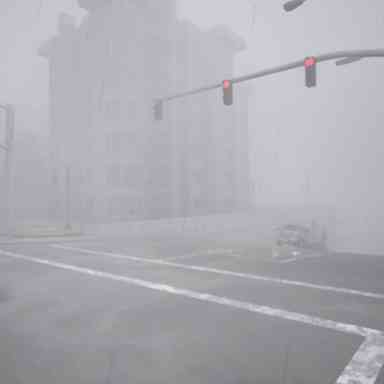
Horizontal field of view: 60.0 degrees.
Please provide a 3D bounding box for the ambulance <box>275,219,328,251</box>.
[{"bbox_3d":[9.087,3.637,27.497,2.351,2.431,6.366,-2,-14,39],"label":"ambulance"}]
